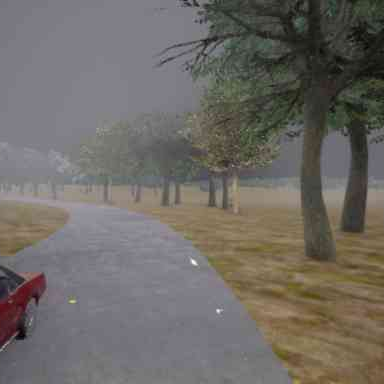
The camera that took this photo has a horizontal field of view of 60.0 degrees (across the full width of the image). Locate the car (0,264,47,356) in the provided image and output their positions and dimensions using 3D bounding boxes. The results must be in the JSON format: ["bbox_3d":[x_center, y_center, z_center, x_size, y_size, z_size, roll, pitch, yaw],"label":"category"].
[{"bbox_3d":[-3.236,1.634,3.817,1.895,1.301,4.718,0,-1,-9],"label":"car"}]
